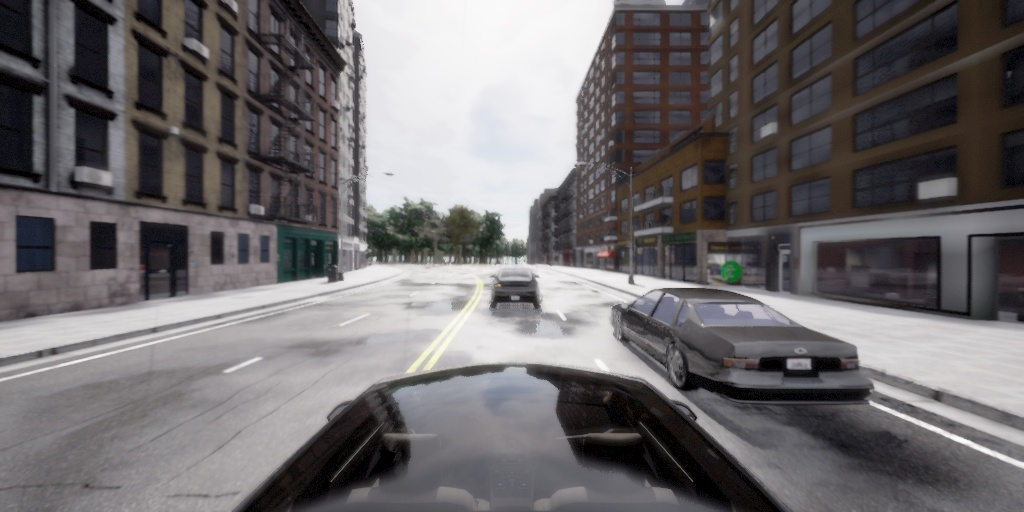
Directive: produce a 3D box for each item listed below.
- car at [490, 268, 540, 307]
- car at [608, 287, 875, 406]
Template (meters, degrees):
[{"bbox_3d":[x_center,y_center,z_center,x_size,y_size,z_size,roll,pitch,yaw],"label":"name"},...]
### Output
[{"bbox_3d":[0.126,1.222,15.168,1.837,1.490,4.892,0,1,0],"label":"car"},{"bbox_3d":[3.341,1.291,6.666,2.033,1.411,5.357,0,0,0],"label":"car"}]
